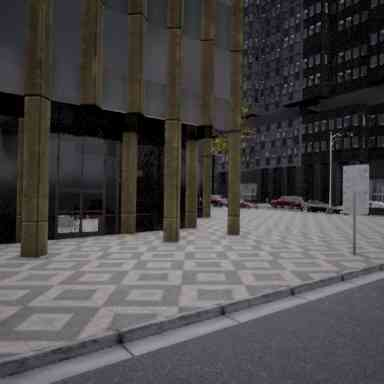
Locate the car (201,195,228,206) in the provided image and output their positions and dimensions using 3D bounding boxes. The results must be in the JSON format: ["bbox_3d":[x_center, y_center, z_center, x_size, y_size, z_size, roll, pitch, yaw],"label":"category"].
[{"bbox_3d":[4.076,1.513,61.206,2.192,1.841,5.009,1,-1,-35],"label":"car"}]

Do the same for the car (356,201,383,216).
[{"bbox_3d":[16.284,1.518,29.295,2.008,1.369,4.403,1,-1,-35],"label":"car"}]

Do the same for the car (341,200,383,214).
[{"bbox_3d":[20.034,1.708,38.733,2.008,1.369,4.403,1,-1,-35],"label":"car"}]

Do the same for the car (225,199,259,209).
[{"bbox_3d":[6.705,1.571,42.778,1.802,1.307,4.206,1,-1,-35],"label":"car"}]

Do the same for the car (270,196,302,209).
[{"bbox_3d":[13.653,1.488,47.724,2.192,1.841,5.009,1,-1,-35],"label":"car"}]

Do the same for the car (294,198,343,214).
[{"bbox_3d":[13.091,1.540,33.790,1.947,1.339,4.313,1,-1,-35],"label":"car"}]

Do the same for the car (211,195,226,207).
[{"bbox_3d":[3.516,1.313,47.276,2.192,1.841,5.009,1,-1,-35],"label":"car"}]
